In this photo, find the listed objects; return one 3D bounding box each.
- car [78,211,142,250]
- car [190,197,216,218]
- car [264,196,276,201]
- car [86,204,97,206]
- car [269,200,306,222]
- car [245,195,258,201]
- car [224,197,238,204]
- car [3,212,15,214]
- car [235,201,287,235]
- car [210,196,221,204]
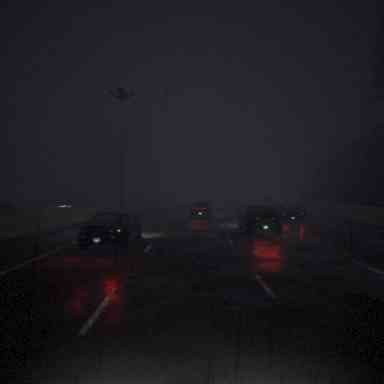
[{"bbox_3d":[-3.357,1.528,14.150,1.812,1.442,4.674,0,0,1],"label":"car"},{"bbox_3d":[0.899,1.504,29.713,1.837,1.490,4.892,-1,0,6],"label":"car"},{"bbox_3d":[14.982,1.467,63.665,1.882,1.535,5.008,0,0,18],"label":"car"},{"bbox_3d":[-16.217,1.508,55.904,2.128,1.511,4.902,0,0,13],"label":"car"},{"bbox_3d":[7.520,1.595,26.423,1.895,1.301,4.718,0,0,4],"label":"car"},{"bbox_3d":[11.487,1.344,64.089,2.097,1.767,4.553,0,0,18],"label":"car"},{"bbox_3d":[7.707,1.595,64.619,1.895,1.301,4.718,0,0,18],"label":"car"},{"bbox_3d":[-13.774,1.362,22.377,2.097,1.767,4.553,0,0,3],"label":"car"},{"bbox_3d":[3.743,1.502,18.891,1.837,1.490,4.892,0,0,2],"label":"car"},{"bbox_3d":[4.336,1.502,64.714,1.837,1.490,4.892,-1,0,18],"label":"car"}]
